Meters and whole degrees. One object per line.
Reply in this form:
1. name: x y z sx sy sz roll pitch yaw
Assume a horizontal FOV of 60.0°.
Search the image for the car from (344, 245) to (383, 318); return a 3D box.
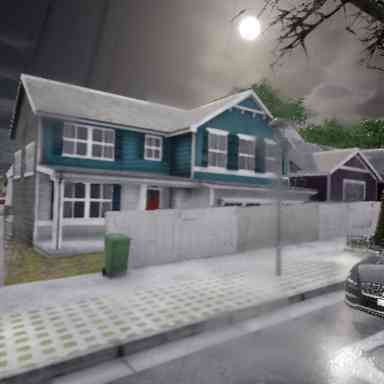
1. car: 4.979 1.494 6.614 4.892 1.490 1.837 0 0 -35
